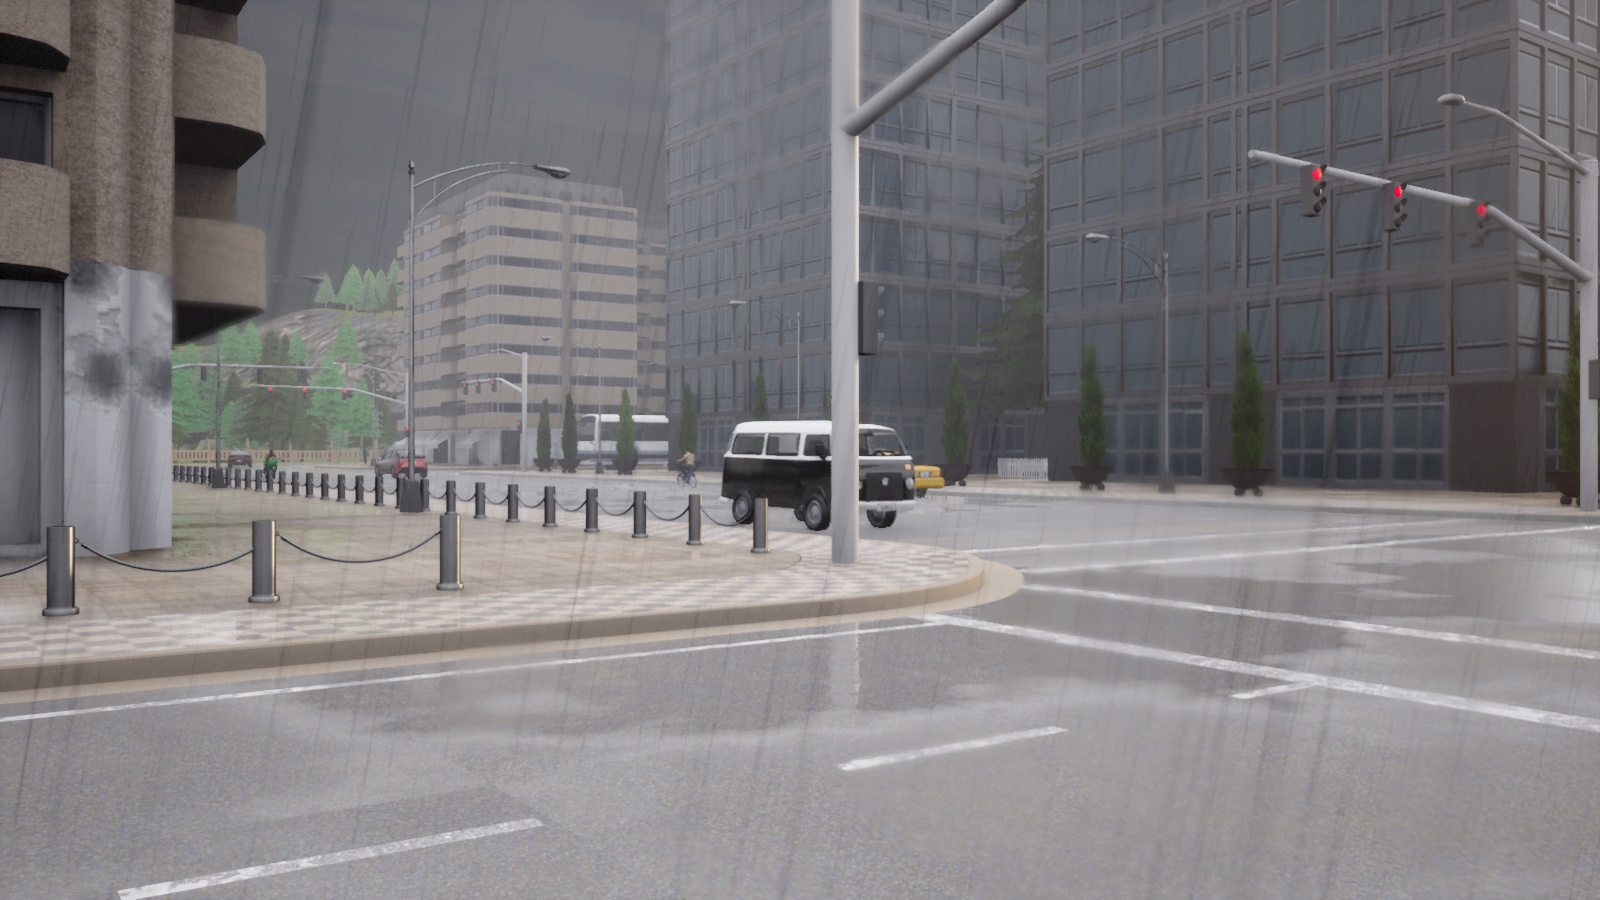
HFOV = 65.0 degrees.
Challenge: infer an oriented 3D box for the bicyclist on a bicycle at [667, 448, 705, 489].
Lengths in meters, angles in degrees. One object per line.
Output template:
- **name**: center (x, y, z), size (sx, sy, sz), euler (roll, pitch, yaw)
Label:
- **bicyclist on a bicycle**: center (-4.507, 0.723, 49.564), size (0.866, 1.612, 1.509), euler (0, 0, -34)

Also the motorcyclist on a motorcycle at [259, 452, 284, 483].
- **motorcyclist on a motorcycle**: center (-26.744, 0.864, 63.516), size (0.797, 1.523, 2.044), euler (0, 0, -34)

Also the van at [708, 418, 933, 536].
- **van**: center (0.285, 0.449, 24.053), size (2.069, 2.038, 4.480), euler (0, 0, -35)

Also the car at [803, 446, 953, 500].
- **car**: center (2.348, 0.687, 39.531), size (1.801, 1.575, 5.366), euler (0, 0, -34)

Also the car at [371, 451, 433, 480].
- **car**: center (-21.780, 0.821, 68.660), size (2.007, 1.525, 4.514), euler (0, 0, -34)

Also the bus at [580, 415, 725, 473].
- **bus**: center (-11.166, -0.436, 95.500), size (10.273, 4.253, 3.944), euler (0, 0, -35)
